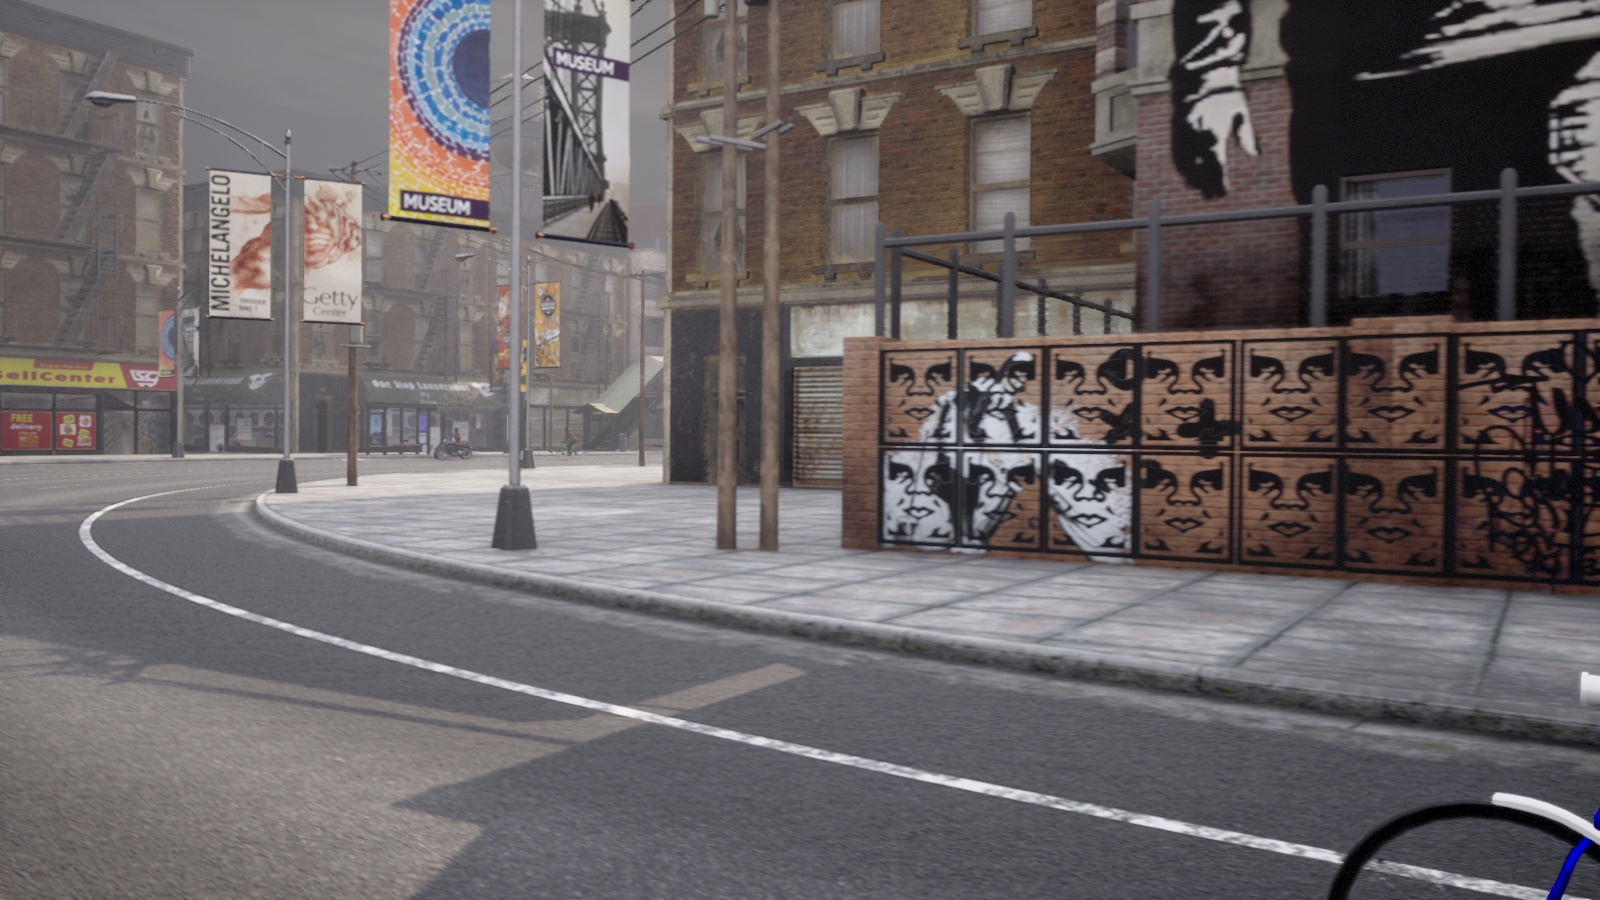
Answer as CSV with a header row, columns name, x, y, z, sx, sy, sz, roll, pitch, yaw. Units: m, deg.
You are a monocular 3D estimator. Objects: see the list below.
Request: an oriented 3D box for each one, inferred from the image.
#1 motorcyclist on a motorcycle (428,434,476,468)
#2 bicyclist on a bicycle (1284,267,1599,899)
name,x,y,z,sx,sy,sz,roll,pitch,yaw
motorcyclist on a motorcycle,-17.188,0.021,62.086,0.766,1.649,2.350,0,1,32
bicyclist on a bicycle,1.945,0.555,2.341,1.843,1.776,0.659,0,1,34
